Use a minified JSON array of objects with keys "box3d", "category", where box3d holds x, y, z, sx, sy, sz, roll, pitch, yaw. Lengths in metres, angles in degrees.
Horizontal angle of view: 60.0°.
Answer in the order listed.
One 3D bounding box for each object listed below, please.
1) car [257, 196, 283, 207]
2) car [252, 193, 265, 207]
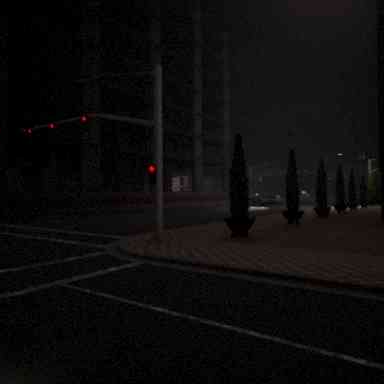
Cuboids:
[{"box3d":[13.130,1.803,55.800,1.895,1.301,4.718,-1,0,36],"category":"car"},{"box3d":[10.319,1.586,57.890,2.097,1.767,4.553,-1,0,36],"category":"car"}]
